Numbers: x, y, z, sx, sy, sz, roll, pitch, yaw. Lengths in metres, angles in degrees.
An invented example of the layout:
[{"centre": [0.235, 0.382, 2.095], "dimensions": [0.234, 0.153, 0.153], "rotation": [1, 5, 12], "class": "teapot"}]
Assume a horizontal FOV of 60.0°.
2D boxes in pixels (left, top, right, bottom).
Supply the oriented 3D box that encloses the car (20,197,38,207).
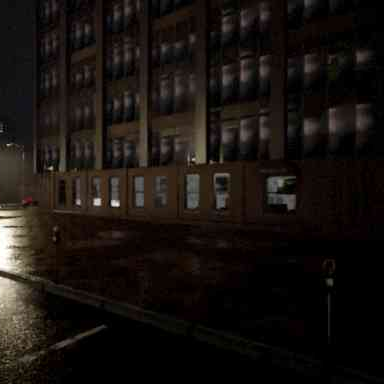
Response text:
[{"centre": [-19.883, 1.344, 42.805], "dimensions": [1.802, 1.307, 4.206], "rotation": [0, 0, 36], "class": "car"}]
